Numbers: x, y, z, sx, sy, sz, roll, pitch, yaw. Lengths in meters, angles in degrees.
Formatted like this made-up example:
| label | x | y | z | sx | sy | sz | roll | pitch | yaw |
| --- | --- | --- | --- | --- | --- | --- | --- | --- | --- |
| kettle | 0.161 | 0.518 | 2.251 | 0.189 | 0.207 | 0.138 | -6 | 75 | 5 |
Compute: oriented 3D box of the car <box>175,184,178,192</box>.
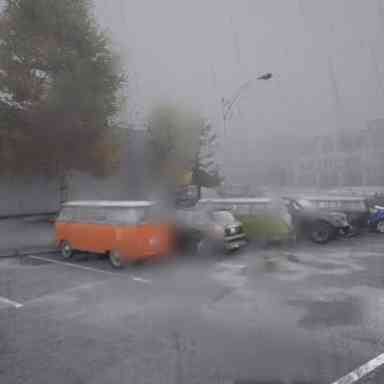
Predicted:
| label | x | y | z | sx | sy | sz | roll | pitch | yaw |
| --- | --- | --- | --- | --- | --- | --- | --- | --- | --- |
| car | -2.887 | -0.766 | 64.893 | 2.231 | 1.521 | 4.892 | 1 | 6 | 16 |

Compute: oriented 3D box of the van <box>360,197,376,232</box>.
| label | x | y | z | sx | sy | sz | roll | pitch | yaw |
| --- | --- | --- | --- | --- | --- | --- | --- | --- | --- |
| van | 7.095 | 1.259 | 17.917 | 4.442 | 1.987 | 1.878 | -1 | -1 | 36 |

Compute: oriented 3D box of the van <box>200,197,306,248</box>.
| label | x | y | z | sx | sy | sz | roll | pitch | yaw |
| --- | --- | --- | --- | --- | --- | --- | --- | --- | --- |
| van | 2.301 | 1.263 | 14.452 | 4.442 | 1.987 | 1.878 | -1 | -1 | 36 |

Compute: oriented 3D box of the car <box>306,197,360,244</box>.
| label | x | y | z | sx | sy | sz | roll | pitch | yaw |
| --- | --- | --- | --- | --- | --- | --- | --- | --- | --- |
| car | 4.724 | 1.235 | 16.171 | 5.566 | 2.045 | 2.435 | -1 | -1 | 36 |

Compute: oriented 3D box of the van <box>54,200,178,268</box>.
| label | x | y | z | sx | sy | sz | roll | pitch | yaw |
| --- | --- | --- | --- | --- | --- | --- | --- | --- | --- |
| van | -2.884 | 1.273 | 11.242 | 4.442 | 1.987 | 1.878 | -1 | -1 | 36 |

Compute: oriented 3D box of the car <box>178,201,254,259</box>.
| label | x | y | z | sx | sy | sz | roll | pitch | yaw |
| --- | --- | --- | --- | --- | --- | --- | --- | --- | --- |
| car | -0.267 | 1.368 | 12.827 | 4.553 | 1.767 | 2.185 | -1 | -1 | 36 |

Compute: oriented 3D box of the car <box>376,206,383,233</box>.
| label | x | y | z | sx | sy | sz | roll | pitch | yaw |
| --- | --- | --- | --- | --- | --- | --- | --- | --- | --- |
| car | 9.688 | 1.480 | 19.510 | 5.008 | 1.535 | 2.097 | -1 | -1 | 36 |

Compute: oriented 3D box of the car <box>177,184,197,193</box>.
| label | x | y | z | sx | sy | sz | roll | pitch | yaw |
| --- | --- | --- | --- | --- | --- | --- | --- | --- | --- |
| car | -0.514 | -0.604 | 63.120 | 2.163 | 1.488 | 4.792 | 1 | 6 | 17 |
